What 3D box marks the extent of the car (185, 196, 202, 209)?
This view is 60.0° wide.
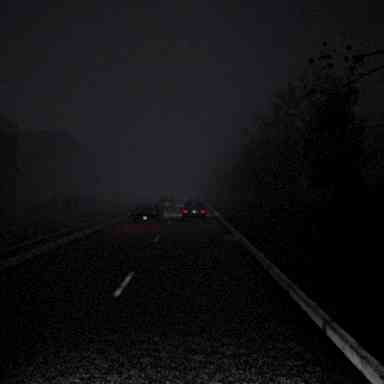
[{"bbox_3d":[0.177,1.263,41.348,1.994,1.385,4.181,0,0,0],"label":"car"}]

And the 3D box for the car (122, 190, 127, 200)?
[{"bbox_3d":[-15.069,0.938,66.880,1.946,1.575,5.366,0,0,0],"label":"car"}]

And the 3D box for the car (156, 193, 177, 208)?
[{"bbox_3d":[-3.071,1.180,42.738,2.128,1.511,4.902,0,0,0],"label":"car"}]

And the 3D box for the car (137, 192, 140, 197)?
[{"bbox_3d":[-15.111,0.823,83.772,2.231,1.521,4.892,0,0,0],"label":"car"}]

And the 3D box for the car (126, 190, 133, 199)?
[{"bbox_3d":[-15.083,0.650,72.560,2.435,2.045,5.566,0,0,0],"label":"car"}]

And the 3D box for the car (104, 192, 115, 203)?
[{"bbox_3d":[-15.041,1.016,55.830,1.946,1.575,5.366,0,0,0],"label":"car"}]

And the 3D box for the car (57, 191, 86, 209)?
[{"bbox_3d":[-15.000,0.882,39.536,2.435,2.045,5.566,0,0,0],"label":"car"}]

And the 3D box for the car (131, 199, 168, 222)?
[{"bbox_3d":[-3.106,1.423,24.264,1.895,1.301,4.718,0,0,0],"label":"car"}]

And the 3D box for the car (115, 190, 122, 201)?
[{"bbox_3d":[-15.055,0.853,61.571,2.185,1.767,4.553,0,0,0],"label":"car"}]

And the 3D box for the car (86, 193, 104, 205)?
[{"bbox_3d":[-15.080,1.068,48.958,2.231,1.521,4.892,0,0,1],"label":"car"}]

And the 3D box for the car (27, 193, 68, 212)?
[{"bbox_3d":[-14.986,1.173,34.047,2.231,1.521,4.892,0,0,0],"label":"car"}]

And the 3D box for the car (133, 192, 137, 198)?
[{"bbox_3d":[-15.099,0.862,78.246,2.231,1.521,4.892,0,0,0],"label":"car"}]

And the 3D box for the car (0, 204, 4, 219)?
[{"bbox_3d":[-14.963,1.280,22.960,2.163,1.488,4.792,0,0,0],"label":"car"}]

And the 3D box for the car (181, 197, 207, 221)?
[{"bbox_3d":[0.146,1.365,24.967,2.033,1.411,5.357,0,0,0],"label":"car"}]
